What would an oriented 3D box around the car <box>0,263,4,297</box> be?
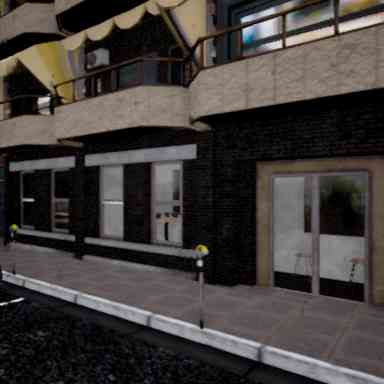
[{"bbox_3d":[-5.546,1.546,6.831,4.403,1.369,2.008,0,0,36],"label":"car"}]
